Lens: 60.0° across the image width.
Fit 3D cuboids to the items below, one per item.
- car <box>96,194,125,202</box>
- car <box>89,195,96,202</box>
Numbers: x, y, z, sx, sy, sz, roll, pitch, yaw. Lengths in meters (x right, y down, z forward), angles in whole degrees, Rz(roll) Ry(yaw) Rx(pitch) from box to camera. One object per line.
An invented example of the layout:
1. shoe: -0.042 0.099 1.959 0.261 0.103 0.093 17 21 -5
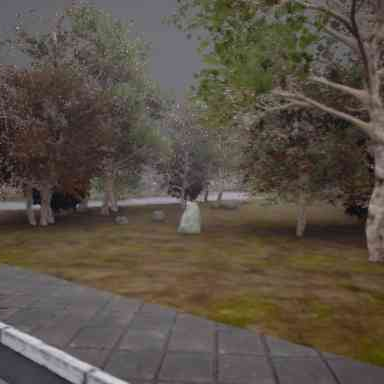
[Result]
1. car: -14.011 1.033 58.788 1.837 1.490 4.892 1 1 37
2. car: -17.269 1.052 60.182 2.033 1.411 5.357 1 1 37
